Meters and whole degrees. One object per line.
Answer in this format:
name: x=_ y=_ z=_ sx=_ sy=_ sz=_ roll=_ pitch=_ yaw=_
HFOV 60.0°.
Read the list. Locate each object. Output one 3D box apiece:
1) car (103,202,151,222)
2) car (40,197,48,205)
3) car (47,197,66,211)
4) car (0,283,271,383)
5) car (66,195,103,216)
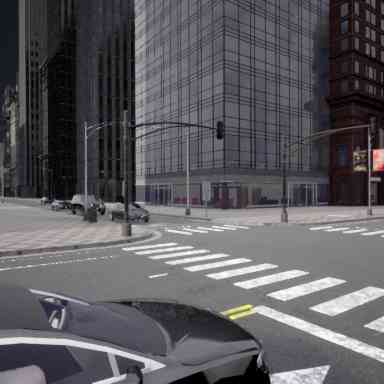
car: x=-4.991 y=1.555 z=26.028 sx=1.837 sy=1.490 sz=4.892 roll=0 pitch=0 yaw=-35
car: x=-27.625 y=1.652 z=63.473 sx=1.837 sy=1.490 sz=4.892 roll=0 pitch=0 yaw=-35
car: x=-16.541 y=1.660 z=42.328 sx=1.994 sy=1.385 sz=4.181 roll=0 pitch=0 yaw=-36
car: x=-1.493 y=1.491 z=2.373 sx=4.902 sy=1.511 sz=2.128 roll=0 pitch=0 yaw=-36
car: x=-10.740 y=1.294 z=34.130 sx=2.150 sy=2.045 sz=5.566 roll=0 pitch=0 yaw=-36
